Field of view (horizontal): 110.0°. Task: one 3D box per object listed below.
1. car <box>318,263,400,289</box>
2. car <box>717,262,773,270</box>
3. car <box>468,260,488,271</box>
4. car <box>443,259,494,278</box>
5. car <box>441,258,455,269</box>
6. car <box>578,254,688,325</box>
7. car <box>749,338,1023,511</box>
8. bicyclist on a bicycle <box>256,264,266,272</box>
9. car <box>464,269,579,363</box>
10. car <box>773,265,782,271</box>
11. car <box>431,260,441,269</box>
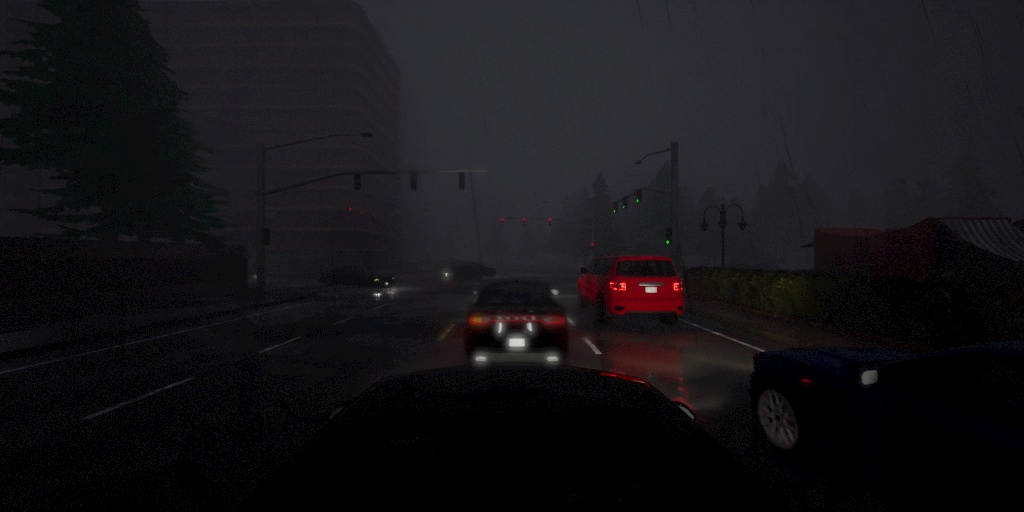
[{"bbox_3d":[-10.271,1.349,23.628,5.357,1.411,2.033,0,0,24],"label":"car"},{"bbox_3d":[19.521,1.353,31.837,5.357,1.411,2.033,0,0,1],"label":"car"},{"bbox_3d":[-4.872,1.314,50.482,1.994,1.385,4.181,0,0,-18],"label":"car"},{"bbox_3d":[-3.578,1.311,33.011,4.674,1.442,1.812,0,1,-42],"label":"car"},{"bbox_3d":[-7.782,1.102,46.896,2.097,1.767,4.553,0,0,-13],"label":"car"},{"bbox_3d":[3.642,0.971,12.000,2.150,2.045,5.566,0,0,1],"label":"car"},{"bbox_3d":[3.599,1.228,2.023,1.882,1.535,5.008,0,0,0],"label":"car"},{"bbox_3d":[-28.508,1.106,40.729,0.582,1.620,1.656,0,0,1],"label":"bicyclist on a bicycle"},{"bbox_3d":[0.098,1.228,8.186,1.882,1.535,5.008,0,0,0],"label":"car"},{"bbox_3d":[23.970,1.331,35.265,4.674,1.442,1.812,0,0,1],"label":"car"},{"bbox_3d":[-10.559,1.297,55.952,2.033,1.411,5.357,0,0,-26],"label":"car"}]
